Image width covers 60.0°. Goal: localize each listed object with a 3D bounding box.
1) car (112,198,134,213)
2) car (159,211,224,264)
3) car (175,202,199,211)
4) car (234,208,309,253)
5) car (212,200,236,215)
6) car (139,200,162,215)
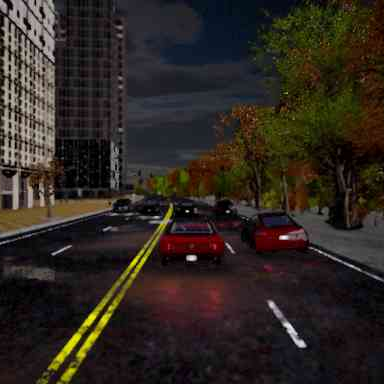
[{"bbox_3d":[-7.395,1.456,36.128,1.837,1.490,4.892,0,0,-2],"label":"car"},{"bbox_3d":[-0.031,1.583,11.686,1.895,1.301,4.718,0,0,-1],"label":"car"},{"bbox_3d":[-0.447,1.521,29.055,1.994,1.385,4.181,0,0,-2],"label":"car"},{"bbox_3d":[3.170,1.495,13.567,1.994,1.385,4.181,-5,2,-1],"label":"car"},{"bbox_3d":[2.791,1.434,29.275,1.812,1.442,4.674,-5,0,-2],"label":"car"},{"bbox_3d":[-4.008,1.518,32.611,1.994,1.385,4.181,0,0,-2],"label":"car"}]
